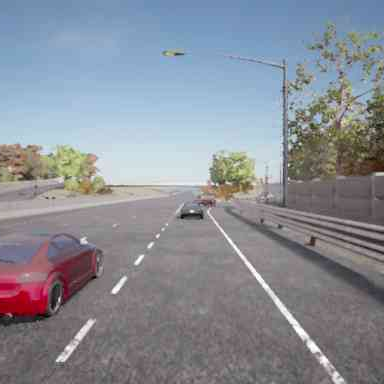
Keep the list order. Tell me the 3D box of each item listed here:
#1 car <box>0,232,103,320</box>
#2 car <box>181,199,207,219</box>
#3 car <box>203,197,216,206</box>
[{"bbox_3d":[-3.399,1.566,7.428,1.994,1.385,4.181,0,0,0],"label":"car"},{"bbox_3d":[0.017,1.581,29.860,1.994,1.385,4.181,0,0,0],"label":"car"},{"bbox_3d":[2.899,1.596,56.317,1.882,1.535,5.008,2,-1,14],"label":"car"}]
